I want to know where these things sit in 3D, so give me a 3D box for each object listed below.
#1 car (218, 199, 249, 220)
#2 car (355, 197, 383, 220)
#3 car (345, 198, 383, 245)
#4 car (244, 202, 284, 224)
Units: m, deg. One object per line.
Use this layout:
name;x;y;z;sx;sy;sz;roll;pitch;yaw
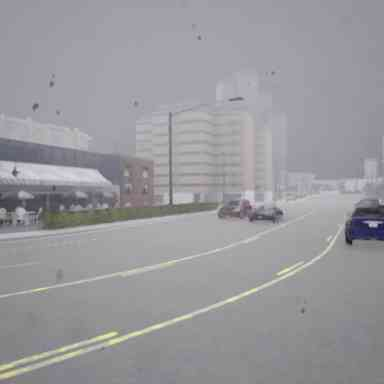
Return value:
car;3.994;1.473;29.971;2.097;1.767;4.553;-1;0;27
car;15.586;1.350;29.296;2.097;1.767;4.553;-1;0;27
car;8.275;1.351;15.211;2.097;1.767;4.553;-1;0;28
car;5.849;1.645;25.921;1.994;1.385;4.181;-1;0;27
